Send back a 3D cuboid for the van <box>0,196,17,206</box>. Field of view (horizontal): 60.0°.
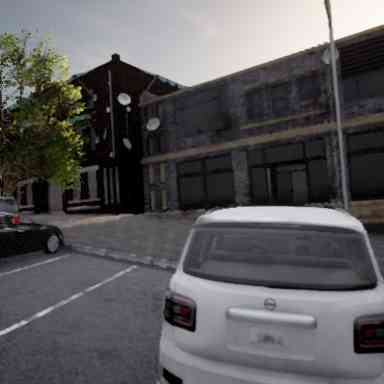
[{"bbox_3d":[-8.531,1.098,11.992,1.878,1.987,4.442,1,0,16],"label":"van"}]

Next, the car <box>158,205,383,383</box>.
[{"bbox_3d":[1.311,1.210,5.073,2.435,2.045,5.566,1,0,16],"label":"car"}]

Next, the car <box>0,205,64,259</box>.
[{"bbox_3d":[-6.059,1.360,10.334,2.231,1.521,4.892,1,0,16],"label":"car"}]
